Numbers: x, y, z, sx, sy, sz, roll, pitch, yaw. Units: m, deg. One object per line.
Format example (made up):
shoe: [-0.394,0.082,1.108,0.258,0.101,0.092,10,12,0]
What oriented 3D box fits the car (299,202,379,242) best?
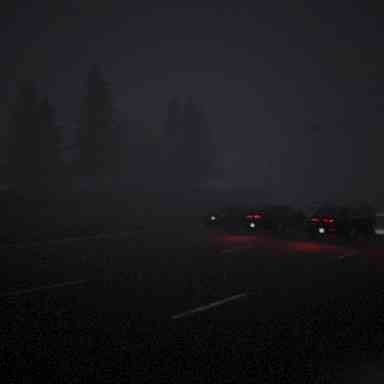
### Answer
car: [7.244,1.415,15.935,1.837,1.490,4.892,0,-1,45]

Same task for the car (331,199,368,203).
car: [13.948,1.383,27.882,2.033,1.411,5.357,0,0,45]

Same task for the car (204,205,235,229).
car: [2.674,1.507,21.266,1.994,1.385,4.181,0,0,45]

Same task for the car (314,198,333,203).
car: [12.925,1.329,31.828,2.128,1.511,4.902,0,0,45]

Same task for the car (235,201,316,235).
car: [4.737,1.432,18.376,1.837,1.490,4.892,0,-1,45]
